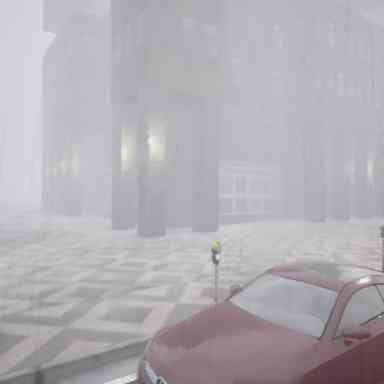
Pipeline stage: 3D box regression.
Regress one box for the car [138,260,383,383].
[{"bbox_3d":[1.435,1.570,3.973,4.206,1.307,1.802,0,1,-35],"label":"car"}]
